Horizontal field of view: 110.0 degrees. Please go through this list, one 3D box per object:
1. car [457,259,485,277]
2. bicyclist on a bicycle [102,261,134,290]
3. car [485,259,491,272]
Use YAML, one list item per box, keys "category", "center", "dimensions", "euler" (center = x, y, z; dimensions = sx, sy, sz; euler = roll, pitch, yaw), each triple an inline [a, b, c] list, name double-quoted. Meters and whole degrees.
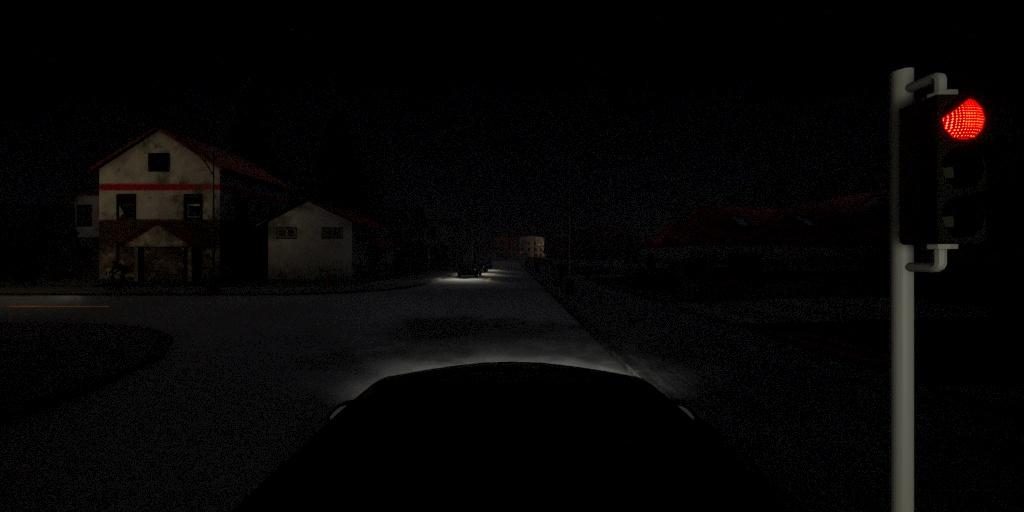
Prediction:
- category: "car"
  center: [-4.115, 1.227, 35.314]
  dimensions: [1.882, 1.535, 5.008]
  euler: [0, 0, 2]
- category: "bicyclist on a bicycle"
  center: [-22.540, 1.099, 20.531]
  dimensions: [0.582, 1.620, 1.656]
  euler: [0, 0, 0]
- category: "car"
  center: [-4.094, 1.227, 44.968]
  dimensions: [1.882, 1.535, 5.008]
  euler: [0, 0, 0]
